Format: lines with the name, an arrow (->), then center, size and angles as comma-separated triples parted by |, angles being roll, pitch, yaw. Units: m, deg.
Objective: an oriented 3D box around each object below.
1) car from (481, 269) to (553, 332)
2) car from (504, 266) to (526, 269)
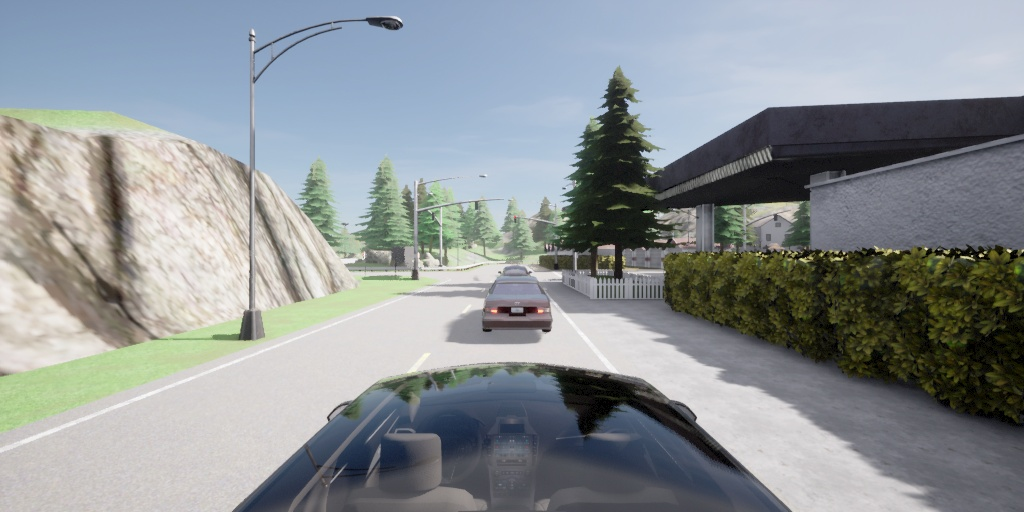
car -> 0.135, 1.297, 10.801 | 2.033, 1.411, 5.357 | 0, 0, 0
car -> 0.180, 1.276, 20.387 | 1.812, 1.442, 4.674 | 0, 0, 0
